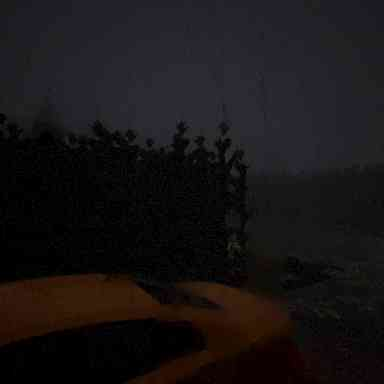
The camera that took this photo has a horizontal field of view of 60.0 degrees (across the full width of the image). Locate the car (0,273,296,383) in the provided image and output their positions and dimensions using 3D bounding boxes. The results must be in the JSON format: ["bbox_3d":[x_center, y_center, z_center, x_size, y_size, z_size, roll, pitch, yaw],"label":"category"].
[{"bbox_3d":[-1.365,1.482,2.400,5.008,1.535,1.882,0,0,-36],"label":"car"}]
